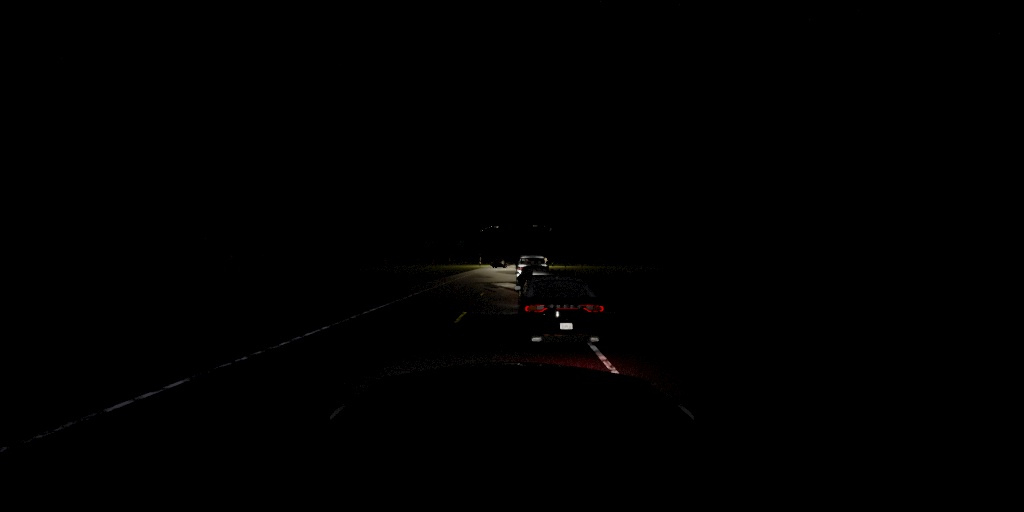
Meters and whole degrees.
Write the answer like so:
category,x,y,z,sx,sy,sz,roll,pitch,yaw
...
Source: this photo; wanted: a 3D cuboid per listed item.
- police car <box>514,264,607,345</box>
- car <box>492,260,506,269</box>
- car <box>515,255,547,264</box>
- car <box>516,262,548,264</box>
category,x,y,z,sx,sy,sz,roll,pitch,yaw
police car,1.095,1.175,9.642,1.930,1.638,5.238,0,0,1
car,-1.927,1.265,54.586,2.033,1.411,5.357,0,0,3
car,1.391,0.968,25.512,2.150,2.045,5.566,0,0,2
car,1.247,1.253,19.502,1.837,1.490,4.892,0,0,1
